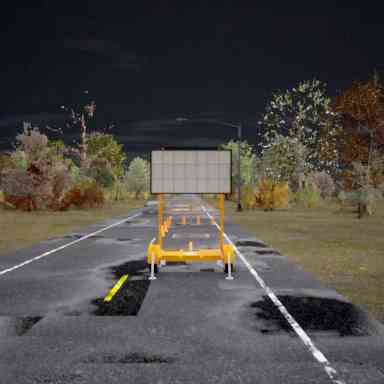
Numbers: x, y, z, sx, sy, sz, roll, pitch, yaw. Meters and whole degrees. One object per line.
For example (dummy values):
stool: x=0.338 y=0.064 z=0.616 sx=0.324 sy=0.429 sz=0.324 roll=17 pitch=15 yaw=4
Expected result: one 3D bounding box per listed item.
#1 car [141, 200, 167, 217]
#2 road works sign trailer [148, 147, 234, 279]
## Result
car: x=-3.590 y=1.523 z=31.814 sx=1.812 sy=1.442 sz=4.674 roll=0 pitch=0 yaw=0
road works sign trailer: x=-0.029 y=0.463 z=9.974 sx=2.380 sy=3.560 sz=2.880 roll=0 pitch=0 yaw=0
